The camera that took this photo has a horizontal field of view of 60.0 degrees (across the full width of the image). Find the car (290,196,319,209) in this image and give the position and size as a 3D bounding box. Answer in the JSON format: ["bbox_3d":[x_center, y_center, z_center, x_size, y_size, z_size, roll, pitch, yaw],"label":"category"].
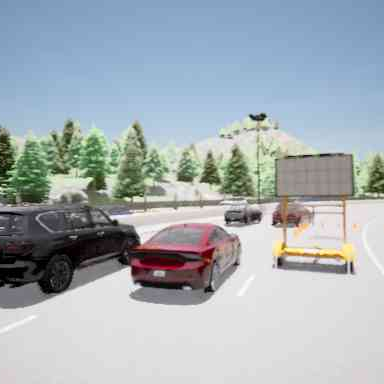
[{"bbox_3d":[18.775,1.733,55.470,5.566,2.045,2.150,0,-1,-41],"label":"car"}]

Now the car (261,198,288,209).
[{"bbox_3d":[13.808,1.918,55.557,4.553,1.767,2.097,0,-1,-43],"label":"car"}]

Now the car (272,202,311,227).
[{"bbox_3d":[7.670,1.598,25.451,2.097,1.767,4.553,-1,-1,30],"label":"car"}]

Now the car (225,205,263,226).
[{"bbox_3d":[4.179,1.788,26.419,2.128,1.511,4.902,-1,-1,30],"label":"car"}]

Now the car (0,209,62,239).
[{"bbox_3d":[-10.645,1.891,20.699,1.837,1.490,4.892,-1,-1,24],"label":"car"}]

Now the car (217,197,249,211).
[{"bbox_3d":[6.597,1.836,53.342,2.150,2.045,5.566,-1,-1,43],"label":"car"}]

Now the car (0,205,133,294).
[{"bbox_3d":[-3.577,1.386,9.568,2.150,2.045,5.566,-1,-1,19],"label":"car"}]

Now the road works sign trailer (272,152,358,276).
[{"bbox_3d":[3.989,0.563,10.898,2.380,3.560,2.880,-1,-1,25],"label":"road works sign trailer"}]

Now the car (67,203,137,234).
[{"bbox_3d":[-5.928,1.710,22.599,2.097,1.767,4.553,-1,-1,26],"label":"car"}]

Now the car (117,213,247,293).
[{"bbox_3d":[0.107,1.599,9.395,1.882,1.535,5.008,-1,-1,19],"label":"car"}]
